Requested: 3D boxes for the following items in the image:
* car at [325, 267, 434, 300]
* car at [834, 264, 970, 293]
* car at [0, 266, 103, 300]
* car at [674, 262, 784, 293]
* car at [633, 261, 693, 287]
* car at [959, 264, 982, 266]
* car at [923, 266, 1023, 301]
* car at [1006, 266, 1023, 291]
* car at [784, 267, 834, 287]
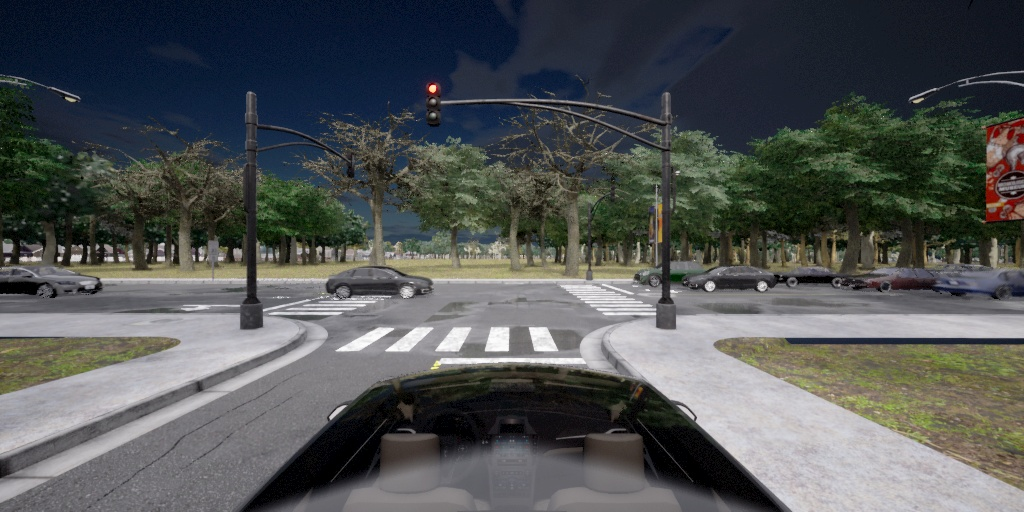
[{"bbox_3d":[-6.234,1.250,17.096,4.892,1.490,1.837,0,0,0],"label":"car"},{"bbox_3d":[22.190,1.326,20.554,5.357,1.411,2.033,0,0,0],"label":"car"},{"bbox_3d":[-22.571,1.219,17.093,4.902,1.511,2.128,0,0,0],"label":"car"},{"bbox_3d":[12.329,1.269,20.553,4.892,1.490,1.837,0,0,0],"label":"car"},{"bbox_3d":[10.482,1.109,23.801,4.553,1.767,2.097,0,0,0],"label":"car"},{"bbox_3d":[29.402,1.278,23.803,4.902,1.511,2.128,0,0,0],"label":"car"},{"bbox_3d":[23.564,1.333,17.107,5.357,1.411,2.033,0,0,0],"label":"car"},{"bbox_3d":[32.406,1.343,20.548,5.357,1.411,2.033,0,0,0],"label":"car"},{"bbox_3d":[19.466,1.371,23.806,4.718,1.301,1.895,0,0,0],"label":"car"}]
